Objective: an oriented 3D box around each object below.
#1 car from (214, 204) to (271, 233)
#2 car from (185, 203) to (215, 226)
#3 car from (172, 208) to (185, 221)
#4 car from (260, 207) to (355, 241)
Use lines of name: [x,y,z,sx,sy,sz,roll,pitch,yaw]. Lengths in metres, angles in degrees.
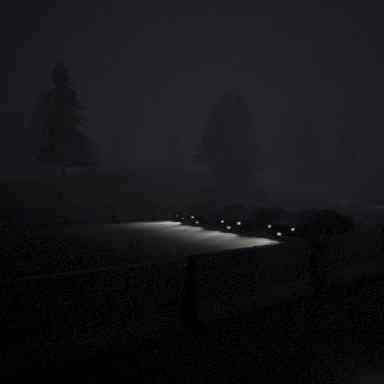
car: [4.192,1.564,19.879,5.357,1.411,2.033,0,0,-35]
car: [2.494,1.563,22.966,5.357,1.411,2.033,0,0,-35]
car: [0.534,1.580,25.862,4.181,1.385,1.994,0,0,-35]
car: [6.216,1.564,17.025,5.357,1.411,2.033,0,0,-35]
